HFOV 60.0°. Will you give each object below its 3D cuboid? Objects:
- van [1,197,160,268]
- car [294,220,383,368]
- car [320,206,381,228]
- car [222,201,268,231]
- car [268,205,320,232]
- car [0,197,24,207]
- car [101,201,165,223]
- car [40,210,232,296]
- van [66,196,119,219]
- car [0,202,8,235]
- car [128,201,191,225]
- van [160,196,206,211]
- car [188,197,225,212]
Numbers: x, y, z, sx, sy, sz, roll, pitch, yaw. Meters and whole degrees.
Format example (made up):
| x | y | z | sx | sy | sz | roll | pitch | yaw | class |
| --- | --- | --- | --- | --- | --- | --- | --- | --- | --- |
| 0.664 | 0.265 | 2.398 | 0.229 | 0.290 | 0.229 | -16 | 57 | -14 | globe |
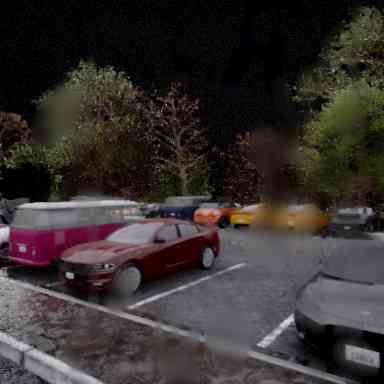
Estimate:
| x | y | z | sx | sy | sz | roll | pitch | yaw | class |
| --- | --- | --- | --- | --- | --- | --- | --- | --- | --- |
| -3.324 | 1.283 | 10.777 | 1.878 | 1.987 | 4.442 | 0 | 0 | 36 | van |
| 3.367 | 1.502 | 5.816 | 2.163 | 1.488 | 4.792 | 0 | 0 | 36 | car |
| 8.875 | 1.484 | 17.985 | 2.231 | 1.521 | 4.892 | 0 | 0 | 36 | car |
| 4.265 | 1.508 | 21.280 | 2.097 | 1.535 | 5.008 | 0 | 0 | 36 | car |
| 6.622 | 1.495 | 19.597 | 2.097 | 1.535 | 5.008 | 0 | 0 | 36 | car |
| -10.184 | 1.295 | 15.501 | 2.435 | 2.045 | 5.566 | 0 | 0 | 36 | car |
| -4.751 | 1.555 | 27.502 | 1.946 | 1.575 | 5.366 | 0 | 0 | 36 | car |
| -1.129 | 1.497 | 9.072 | 2.097 | 1.535 | 5.008 | 0 | 0 | 36 | car |
| -9.182 | 1.380 | 31.040 | 1.878 | 1.987 | 4.442 | -1 | 0 | 36 | van |
| -12.404 | 1.435 | 17.161 | 2.185 | 1.767 | 4.553 | 0 | 0 | 36 | car |
| -2.395 | 1.545 | 26.038 | 2.231 | 1.521 | 4.892 | 0 | 0 | 36 | car |
| -0.070 | 1.306 | 24.528 | 1.878 | 1.987 | 4.442 | 0 | 0 | 36 | van |
| 2.097 | 1.394 | 22.797 | 2.185 | 1.767 | 4.553 | 0 | 0 | 36 | car |
